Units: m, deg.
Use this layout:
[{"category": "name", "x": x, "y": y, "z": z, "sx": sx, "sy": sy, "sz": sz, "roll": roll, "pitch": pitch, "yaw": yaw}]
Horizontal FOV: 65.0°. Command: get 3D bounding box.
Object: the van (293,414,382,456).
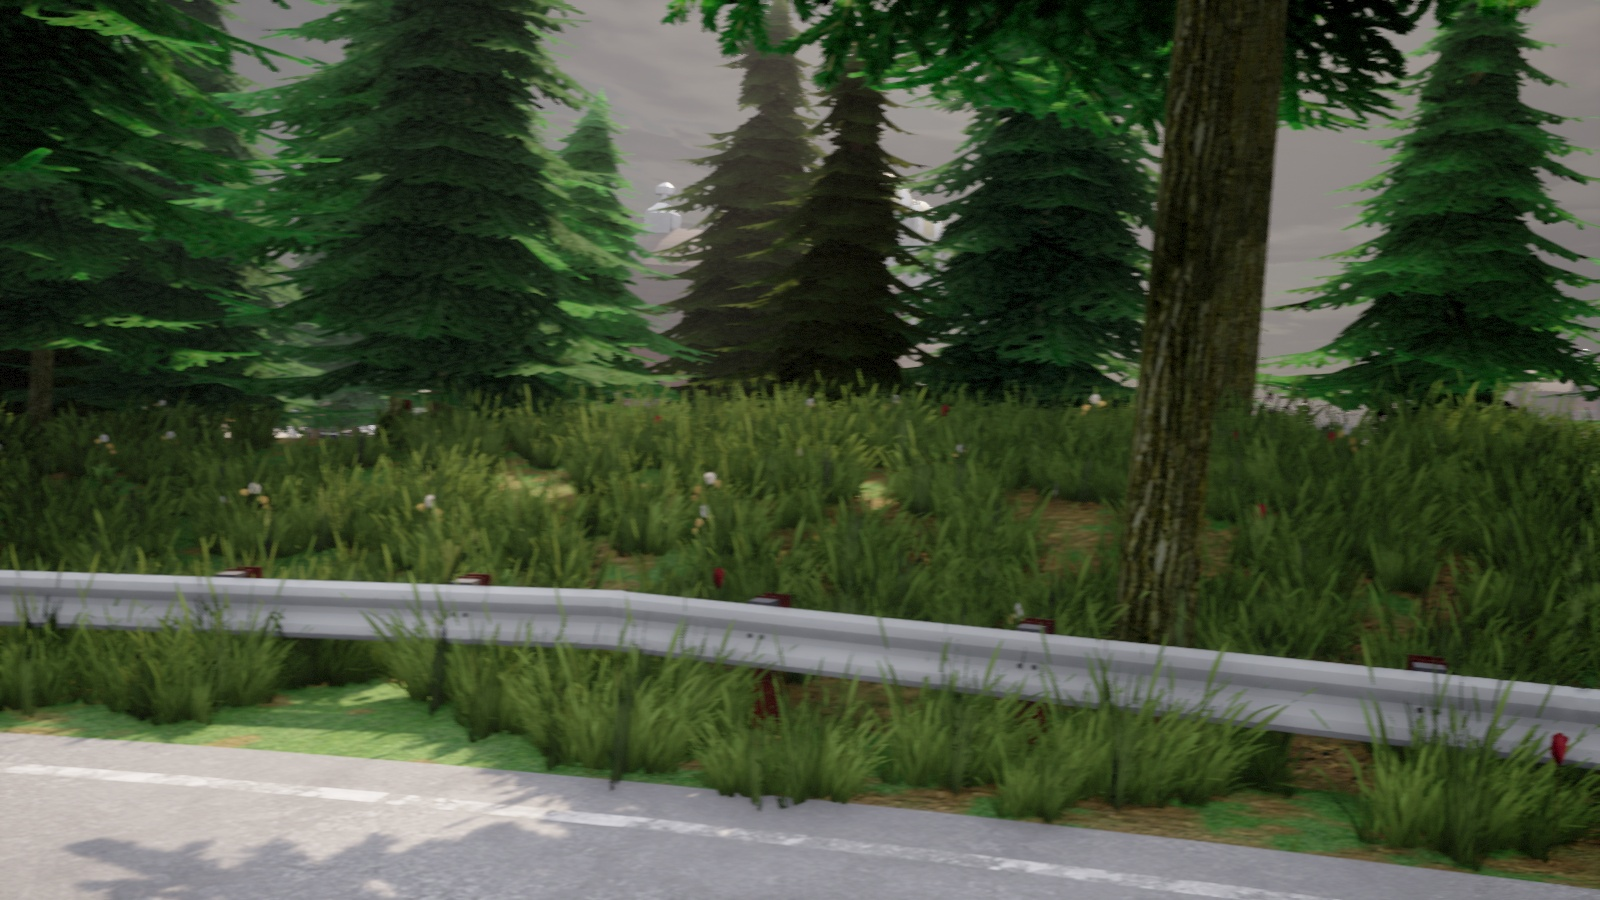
[{"category": "van", "x": -27.546, "y": -0.901, "z": 74.827, "sx": 4.480, "sy": 2.038, "sz": 2.069, "roll": 6, "pitch": 3, "yaw": 17}]
